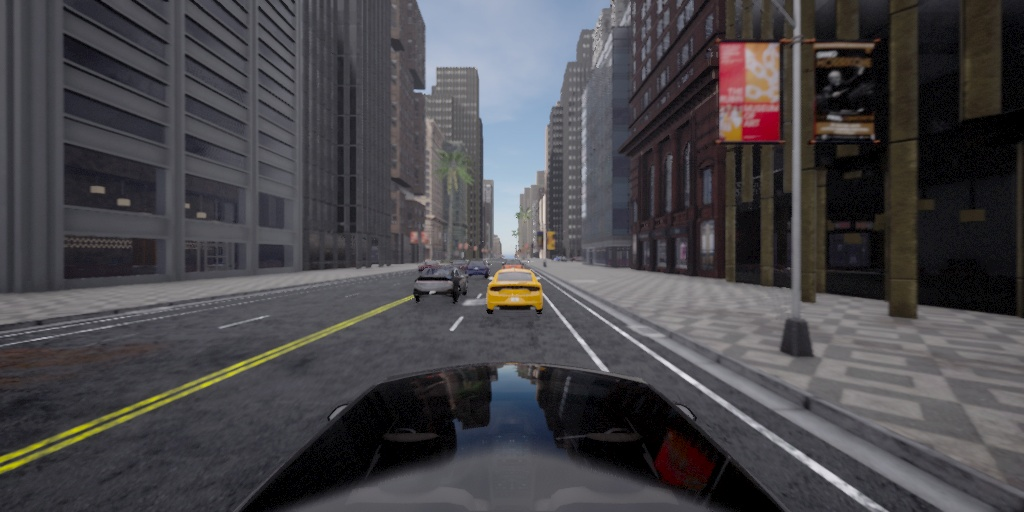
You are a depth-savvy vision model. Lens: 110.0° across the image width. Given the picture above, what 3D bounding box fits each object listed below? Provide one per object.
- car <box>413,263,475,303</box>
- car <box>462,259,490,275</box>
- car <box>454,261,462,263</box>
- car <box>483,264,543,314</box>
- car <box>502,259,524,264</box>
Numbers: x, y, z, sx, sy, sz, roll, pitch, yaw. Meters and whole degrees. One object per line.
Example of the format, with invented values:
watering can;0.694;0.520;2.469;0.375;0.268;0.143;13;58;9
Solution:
car;-3.152;1.242;16.608;2.128;1.511;4.902;0;0;0
car;-3.154;1.103;33.830;2.097;1.767;4.553;0;0;0
car;-6.594;1.316;44.034;1.994;1.385;4.181;0;0;0
car;0.105;1.228;13.874;1.882;1.535;5.008;0;0;0
car;0.096;1.103;33.831;2.097;1.767;4.553;0;0;0
